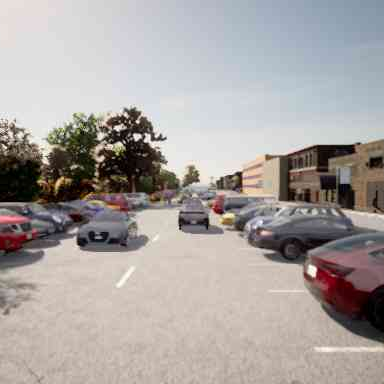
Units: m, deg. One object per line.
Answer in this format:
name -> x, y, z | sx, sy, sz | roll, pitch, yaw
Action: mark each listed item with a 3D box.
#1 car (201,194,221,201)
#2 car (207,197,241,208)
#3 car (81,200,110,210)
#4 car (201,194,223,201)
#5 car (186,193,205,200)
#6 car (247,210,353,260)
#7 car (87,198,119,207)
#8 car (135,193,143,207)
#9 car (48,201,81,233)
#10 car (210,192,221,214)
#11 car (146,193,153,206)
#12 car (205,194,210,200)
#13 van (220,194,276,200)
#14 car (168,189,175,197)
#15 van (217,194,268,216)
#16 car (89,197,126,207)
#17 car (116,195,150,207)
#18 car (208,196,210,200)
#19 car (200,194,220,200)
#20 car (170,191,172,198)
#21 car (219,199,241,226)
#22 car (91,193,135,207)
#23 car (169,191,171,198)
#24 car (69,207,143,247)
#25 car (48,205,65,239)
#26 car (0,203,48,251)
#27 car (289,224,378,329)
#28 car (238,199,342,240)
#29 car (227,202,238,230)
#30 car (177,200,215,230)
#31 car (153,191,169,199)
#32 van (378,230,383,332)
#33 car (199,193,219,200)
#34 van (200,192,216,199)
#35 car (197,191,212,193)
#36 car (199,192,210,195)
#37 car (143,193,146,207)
car -> 4.385, 1.210, 76.791 | 4.674, 1.452, 2.002 | 0, 0, 0
car -> 4.539, 1.463, 47.805 | 4.674, 1.452, 2.002 | -1, 0, 0
car -> -8.503, 1.492, 22.890 | 4.792, 1.488, 2.163 | 0, 0, 0
car -> 4.377, 1.220, 73.966 | 4.674, 1.452, 2.002 | 0, 0, 0
car -> 0.111, 1.311, 37.735 | 2.097, 1.767, 4.553 | 0, 0, 0
car -> 4.541, 1.514, 11.764 | 4.674, 1.452, 2.002 | 0, 0, 0
car -> -8.538, 1.459, 25.676 | 5.008, 1.535, 2.097 | 0, 0, 0
car -> -8.559, 1.311, 39.475 | 4.553, 1.767, 2.185 | 0, 0, 0
car -> -8.566, 1.344, 17.321 | 4.553, 1.767, 2.185 | 0, 0, 0
car -> 4.577, 1.202, 28.464 | 5.566, 2.045, 2.435 | 0, 0, 0
car -> -8.555, 1.177, 45.170 | 5.566, 2.045, 2.435 | 0, 0, 0
car -> 4.739, 1.424, 45.163 | 5.366, 1.575, 1.946 | 0, 0, 0
van -> 4.664, 1.232, 25.680 | 4.442, 1.987, 1.878 | 0, 0, 0
car -> -8.110, 0.861, 93.610 | 5.566, 2.045, 2.435 | 0, 0, 0
van -> 4.666, 1.223, 31.122 | 4.442, 1.987, 1.878 | 0, 0, 0
car -> -8.717, 1.452, 28.336 | 5.366, 1.575, 1.946 | 0, 0, 0
car -> -8.494, 1.298, 47.955 | 4.553, 1.767, 2.185 | 0, 0, 0
car -> 4.549, 1.476, 39.597 | 4.674, 1.452, 2.002 | 0, 0, 0
car -> 4.410, 1.151, 82.443 | 5.008, 1.535, 2.097 | 0, 0, 0
car -> -8.172, 1.143, 85.265 | 4.892, 1.521, 2.231 | 0, 0, 0
car -> 4.553, 1.463, 22.897 | 4.892, 1.521, 2.231 | 0, 0, 0
car -> -8.559, 1.199, 31.120 | 5.566, 2.045, 2.435 | 0, 0, 0
car -> -8.178, 1.162, 79.492 | 5.008, 1.535, 2.097 | 0, 0, 0
car -> -3.595, 1.557, 14.765 | 1.994, 1.385, 4.181 | 0, 0, 0
car -> -8.542, 1.475, 14.535 | 4.892, 1.521, 2.231 | 0, 0, 0
car -> -8.509, 1.224, 11.751 | 5.566, 2.045, 2.435 | 0, 0, 0
car -> 4.571, 1.508, 6.197 | 4.792, 1.488, 2.163 | 0, 0, 0
car -> 4.576, 1.347, 14.546 | 4.553, 1.767, 2.185 | 0, 0, 0
car -> 4.539, 1.470, 17.331 | 4.892, 1.521, 2.231 | 0, 0, 0
car -> 0.106, 1.476, 21.105 | 2.128, 1.511, 4.902 | 0, 0, 0
car -> -8.160, 1.045, 76.793 | 4.553, 1.767, 2.185 | 0, 0, 0
van -> 4.658, 1.254, 3.351 | 4.442, 1.987, 1.878 | 0, 0, 0
car -> 4.408, 1.141, 85.268 | 5.008, 1.535, 2.097 | 0, 0, 0
van -> 4.313, 0.895, 90.919 | 4.442, 1.987, 1.878 | 0, 0, 0
car -> 4.211, 1.158, 79.617 | 5.366, 1.575, 1.946 | 0, 0, 0
car -> 4.342, 1.220, 71.139 | 4.792, 1.488, 2.163 | 0, 0, 0
car -> -8.558, 1.307, 42.260 | 4.553, 1.767, 2.185 | 0, 0, 0
